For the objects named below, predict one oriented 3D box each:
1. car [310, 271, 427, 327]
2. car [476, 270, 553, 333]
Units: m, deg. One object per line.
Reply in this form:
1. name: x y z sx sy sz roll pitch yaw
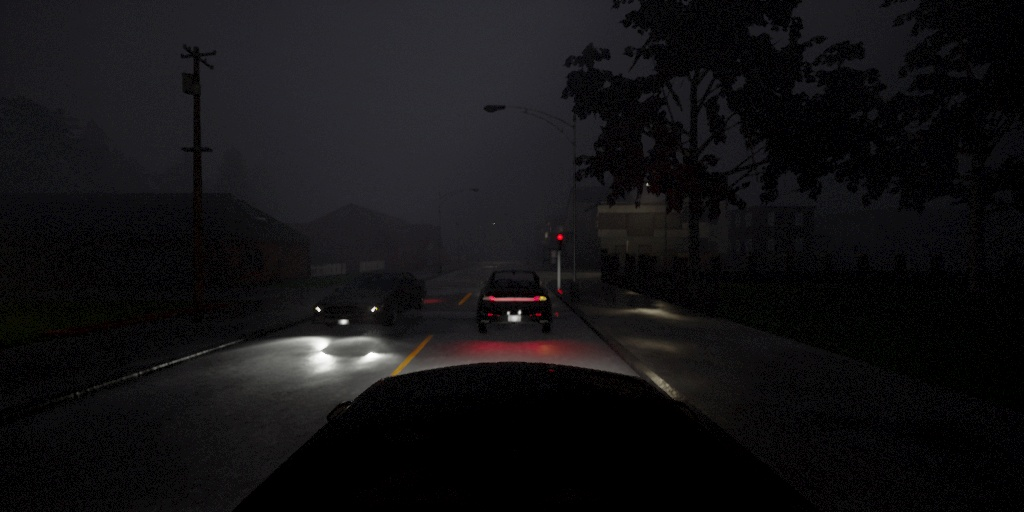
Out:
1. car: -4.105 1.196 11.406 2.033 1.411 5.357 0 1 0
2. car: 0.058 1.151 10.395 2.128 1.511 4.902 0 1 0
